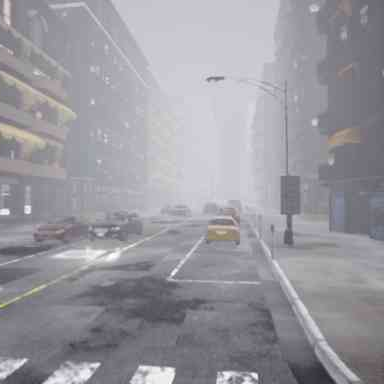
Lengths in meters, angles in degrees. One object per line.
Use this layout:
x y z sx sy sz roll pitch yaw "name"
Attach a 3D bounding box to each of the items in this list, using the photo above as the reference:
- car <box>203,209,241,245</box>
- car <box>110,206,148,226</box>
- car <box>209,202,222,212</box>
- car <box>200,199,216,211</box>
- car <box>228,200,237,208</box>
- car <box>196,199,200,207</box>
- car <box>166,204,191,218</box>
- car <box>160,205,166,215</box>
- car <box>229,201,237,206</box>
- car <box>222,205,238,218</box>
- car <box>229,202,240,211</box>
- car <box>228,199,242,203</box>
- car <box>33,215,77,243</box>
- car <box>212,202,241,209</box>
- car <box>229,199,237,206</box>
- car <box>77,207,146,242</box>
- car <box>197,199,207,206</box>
1.595 1.810 17.079 1.752 1.417 4.829 1 -1 8 "car"
-5.324 2.039 28.765 1.752 1.417 4.829 1 -1 8 "car"
3.935 2.433 55.334 1.882 1.535 5.008 0 -1 8 "car"
2.715 2.146 45.865 2.097 1.767 4.553 0 -1 8 "car"
9.502 2.762 77.332 1.967 1.590 4.097 1 -1 8 "car"
1.905 3.007 83.860 2.008 1.369 4.403 1 -1 8 "car"
-1.349 2.160 38.948 1.882 1.535 5.008 0 -1 8 "car"
-3.139 2.347 45.411 1.887 1.381 4.507 1 -1 8 "car"
10.942 3.051 88.316 1.887 1.381 4.507 1 -1 8 "car"
4.455 2.247 38.880 1.802 1.307 4.206 1 -1 8 "car"
7.362 2.510 57.612 1.812 1.442 4.674 0 -1 7 "car"
6.412 2.095 50.712 2.150 2.045 5.566 0 -1 7 "car"
-6.743 1.905 17.946 1.802 1.307 4.206 1 -1 8 "car"
3.016 1.915 27.897 1.967 1.590 4.097 1 -1 8 "car"
11.666 2.913 93.812 2.192 1.841 5.009 1 -1 8 "car"
-4.084 1.815 18.402 2.128 1.511 4.902 0 -1 7 "car"
2.629 2.863 89.356 2.192 1.841 5.009 1 -1 8 "car"
